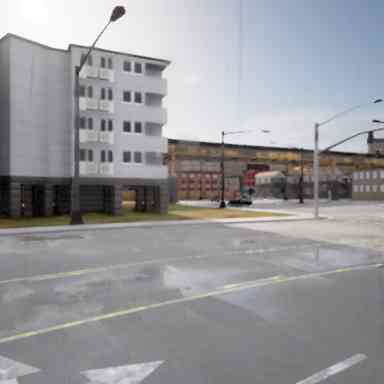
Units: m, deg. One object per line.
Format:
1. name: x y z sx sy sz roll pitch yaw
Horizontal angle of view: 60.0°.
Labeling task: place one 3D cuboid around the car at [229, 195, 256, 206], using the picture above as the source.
1. car: 8.083 1.650 55.355 1.895 1.301 4.718 0 0 -25

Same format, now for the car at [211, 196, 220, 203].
1. car: 4.985 1.561 70.977 1.837 1.490 4.892 0 0 6
